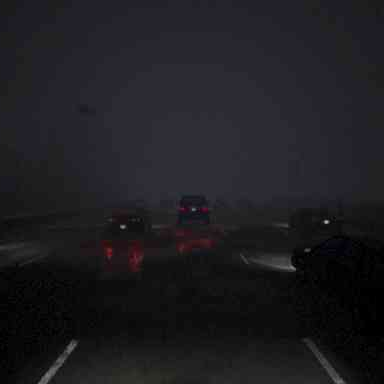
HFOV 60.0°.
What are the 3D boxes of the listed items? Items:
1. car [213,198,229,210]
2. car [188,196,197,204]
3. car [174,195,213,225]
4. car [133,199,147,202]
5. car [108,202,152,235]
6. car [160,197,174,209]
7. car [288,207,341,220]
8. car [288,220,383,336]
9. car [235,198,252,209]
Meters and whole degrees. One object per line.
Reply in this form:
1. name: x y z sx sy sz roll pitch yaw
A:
1. car: 3.587 1.521 41.790 1.812 1.442 4.674 0 0 0
2. car: 0.076 1.518 65.116 1.812 1.442 4.674 0 0 0
3. car: 0.091 1.219 23.998 2.150 2.045 5.566 0 0 0
4. car: -6.916 1.558 43.708 1.994 1.385 4.181 0 0 0
5. car: -3.407 1.523 18.725 1.812 1.442 4.674 0 0 0
6. car: -3.416 1.485 46.497 2.128 1.511 4.902 0 0 0
7. car: 7.093 1.562 19.550 1.994 1.385 4.181 0 0 0
8. car: 3.596 1.547 6.611 2.033 1.411 5.357 0 0 0
9. car: 7.083 1.559 45.954 1.994 1.385 4.181 0 0 0
